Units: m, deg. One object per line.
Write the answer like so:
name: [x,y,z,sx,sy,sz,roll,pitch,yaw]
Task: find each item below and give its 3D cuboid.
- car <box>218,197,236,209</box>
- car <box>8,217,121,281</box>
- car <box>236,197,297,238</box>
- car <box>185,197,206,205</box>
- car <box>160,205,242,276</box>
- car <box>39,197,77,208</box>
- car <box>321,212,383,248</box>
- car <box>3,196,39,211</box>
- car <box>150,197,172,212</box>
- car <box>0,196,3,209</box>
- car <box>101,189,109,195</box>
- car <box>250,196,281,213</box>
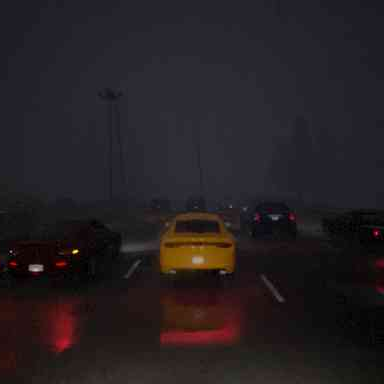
car: [3.852,1.229,35.367,1.812,1.442,4.674,0,1,0]
car: [-3.339,1.444,9.501,1.812,1.442,4.674,0,1,1]
car: [3.741,1.208,17.011,2.097,1.767,4.553,0,0,1]
car: [0.362,1.208,33.879,2.128,1.511,4.902,0,1,0]
car: [0.167,1.392,10.086,1.882,1.535,5.008,0,1,1]
car: [-13.854,1.246,35.572,2.033,1.411,5.357,0,0,0]
car: [7.214,1.483,14.113,1.895,1.301,4.718,0,0,1]
car: [-17.377,1.179,35.158,1.882,1.535,5.008,0,0,-1]
car: [-3.138,1.207,33.908,2.128,1.511,4.902,0,1,0]
car: [-20.875,1.210,34.810,1.837,1.490,4.892,0,0,0]
car: [-19.585,0.200,75.942,2.150,2.045,5.566,0,0,-17]
car: [7.362,1.210,33.816,2.128,1.511,4.902,0,1,0]
